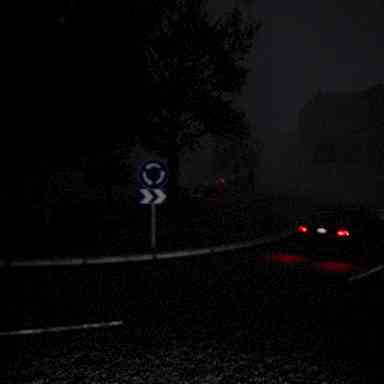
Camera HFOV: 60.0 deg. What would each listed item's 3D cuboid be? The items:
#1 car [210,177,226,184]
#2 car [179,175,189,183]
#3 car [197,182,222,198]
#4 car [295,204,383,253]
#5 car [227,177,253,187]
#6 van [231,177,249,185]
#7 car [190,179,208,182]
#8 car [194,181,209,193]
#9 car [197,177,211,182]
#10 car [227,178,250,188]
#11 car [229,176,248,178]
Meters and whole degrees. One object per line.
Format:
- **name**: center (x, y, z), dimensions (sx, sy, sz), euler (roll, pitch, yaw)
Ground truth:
- **car**: center (5.634, -1.980, 72.382), dimensions (2.128, 1.511, 4.902), euler (1, 4, 7)
- **car**: center (-3.071, -3.319, 93.783), dimensions (2.097, 1.535, 5.008), euler (1, 4, 11)
- **car**: center (2.223, -0.074, 40.644), dimensions (1.837, 1.490, 4.892), euler (0, 3, -8)
- **car**: center (5.534, 1.155, 11.948), dimensions (2.033, 1.411, 5.357), euler (2, 3, 40)
- **car**: center (10.635, -2.261, 73.554), dimensions (5.566, 2.045, 2.435), euler (1, 4, 7)
- **van**: center (11.805, -2.741, 81.508), dimensions (4.442, 1.987, 1.878), euler (1, 4, 9)
- **car**: center (1.347, -1.195, 60.890), dimensions (2.033, 1.411, 5.357), euler (1, 3, 6)
- **car**: center (1.280, -0.596, 50.996), dimensions (1.994, 1.385, 4.181), euler (0, 3, 0)
- **car**: center (2.679, -1.991, 72.937), dimensions (1.882, 1.535, 5.008), euler (1, 4, 7)
- **car**: center (9.619, -1.510, 65.391), dimensions (4.892, 1.521, 2.231), euler (1, 3, 7)
- **car**: center (9.986, -1.801, 68.108), dimensions (4.553, 1.767, 2.185), euler (1, 4, 7)
